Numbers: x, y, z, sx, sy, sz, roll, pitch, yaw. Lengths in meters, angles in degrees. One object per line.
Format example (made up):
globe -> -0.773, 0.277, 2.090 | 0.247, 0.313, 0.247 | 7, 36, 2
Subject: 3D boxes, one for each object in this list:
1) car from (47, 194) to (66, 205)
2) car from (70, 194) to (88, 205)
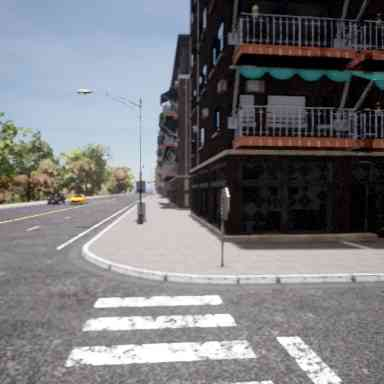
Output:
car -> -20.554, 1.138, 50.690 | 1.837, 1.490, 4.892 | 0, 0, -6
car -> -17.324, 1.111, 51.047 | 1.882, 1.535, 5.008 | 0, 0, -6
